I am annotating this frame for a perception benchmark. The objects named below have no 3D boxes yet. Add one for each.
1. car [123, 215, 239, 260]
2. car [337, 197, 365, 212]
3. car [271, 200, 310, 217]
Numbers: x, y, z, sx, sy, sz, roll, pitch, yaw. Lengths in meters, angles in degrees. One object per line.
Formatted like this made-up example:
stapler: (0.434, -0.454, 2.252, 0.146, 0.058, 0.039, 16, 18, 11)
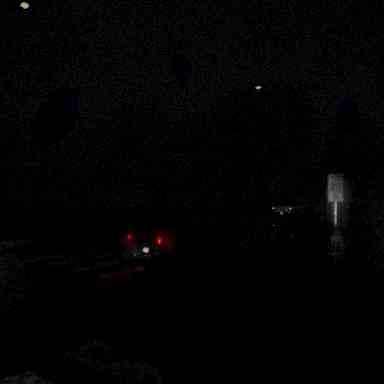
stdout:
car: (-0.119, 1.483, 12.067, 1.895, 1.301, 4.718, 0, 0, 36)
car: (17.094, 1.323, 35.396, 1.812, 1.442, 4.674, 0, 0, 36)
car: (8.594, 1.408, 28.843, 1.895, 1.301, 4.718, 0, 0, 36)
